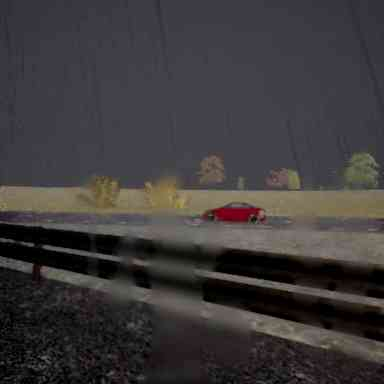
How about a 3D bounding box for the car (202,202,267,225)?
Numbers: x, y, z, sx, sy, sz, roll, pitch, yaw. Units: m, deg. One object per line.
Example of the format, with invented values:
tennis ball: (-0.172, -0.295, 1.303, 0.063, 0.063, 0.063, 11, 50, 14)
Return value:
car: (2.773, 1.364, 21.898, 4.181, 1.385, 1.994, 0, 0, 17)
